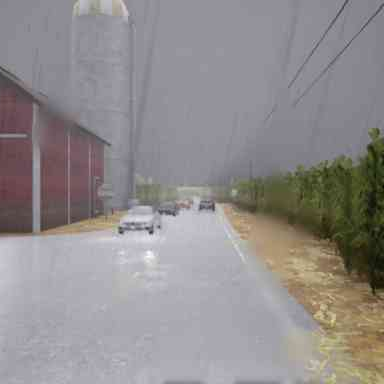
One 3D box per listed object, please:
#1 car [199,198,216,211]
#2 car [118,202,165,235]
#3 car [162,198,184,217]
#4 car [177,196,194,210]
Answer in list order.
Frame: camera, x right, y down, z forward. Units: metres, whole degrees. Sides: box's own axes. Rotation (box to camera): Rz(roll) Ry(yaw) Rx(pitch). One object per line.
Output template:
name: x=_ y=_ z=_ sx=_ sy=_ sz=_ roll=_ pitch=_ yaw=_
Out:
car: x=1.910 y=1.487 z=41.217 sx=2.128 sy=1.511 sz=4.902 roll=0 pitch=0 yaw=4
car: x=-2.874 y=1.524 z=19.059 sx=1.812 sy=1.442 sz=4.674 roll=0 pitch=0 yaw=2
car: x=-2.235 y=1.544 z=31.288 sx=2.033 sy=1.411 sz=5.357 roll=0 pitch=0 yaw=4
car: x=-1.343 y=1.347 z=43.963 sx=2.097 sy=1.767 sz=4.553 roll=0 pitch=0 yaw=4
